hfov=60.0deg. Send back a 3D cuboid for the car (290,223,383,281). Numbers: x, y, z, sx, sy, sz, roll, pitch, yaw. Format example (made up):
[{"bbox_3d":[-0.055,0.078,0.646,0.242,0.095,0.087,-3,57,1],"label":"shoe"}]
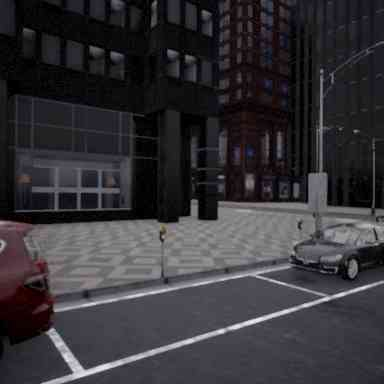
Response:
[{"bbox_3d":[4.795,1.646,10.070,4.403,1.369,2.008,1,0,-36],"label":"car"}]

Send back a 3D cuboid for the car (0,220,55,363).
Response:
[{"bbox_3d":[-4.177,1.302,3.667,5.009,1.841,2.192,1,0,-36],"label":"car"}]
